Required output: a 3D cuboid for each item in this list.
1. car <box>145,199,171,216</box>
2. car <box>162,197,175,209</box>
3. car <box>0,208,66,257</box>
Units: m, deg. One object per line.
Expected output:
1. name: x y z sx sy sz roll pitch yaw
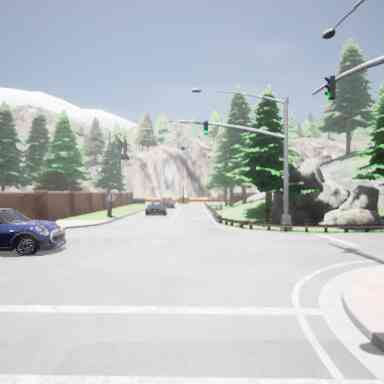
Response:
1. car: -3.601 1.675 34.206 1.994 1.385 4.181 0 0 0
2. car: -3.577 1.506 47.340 2.097 1.767 4.553 0 0 0
3. car: -7.255 1.386 12.610 4.553 1.767 2.097 0 0 -2
